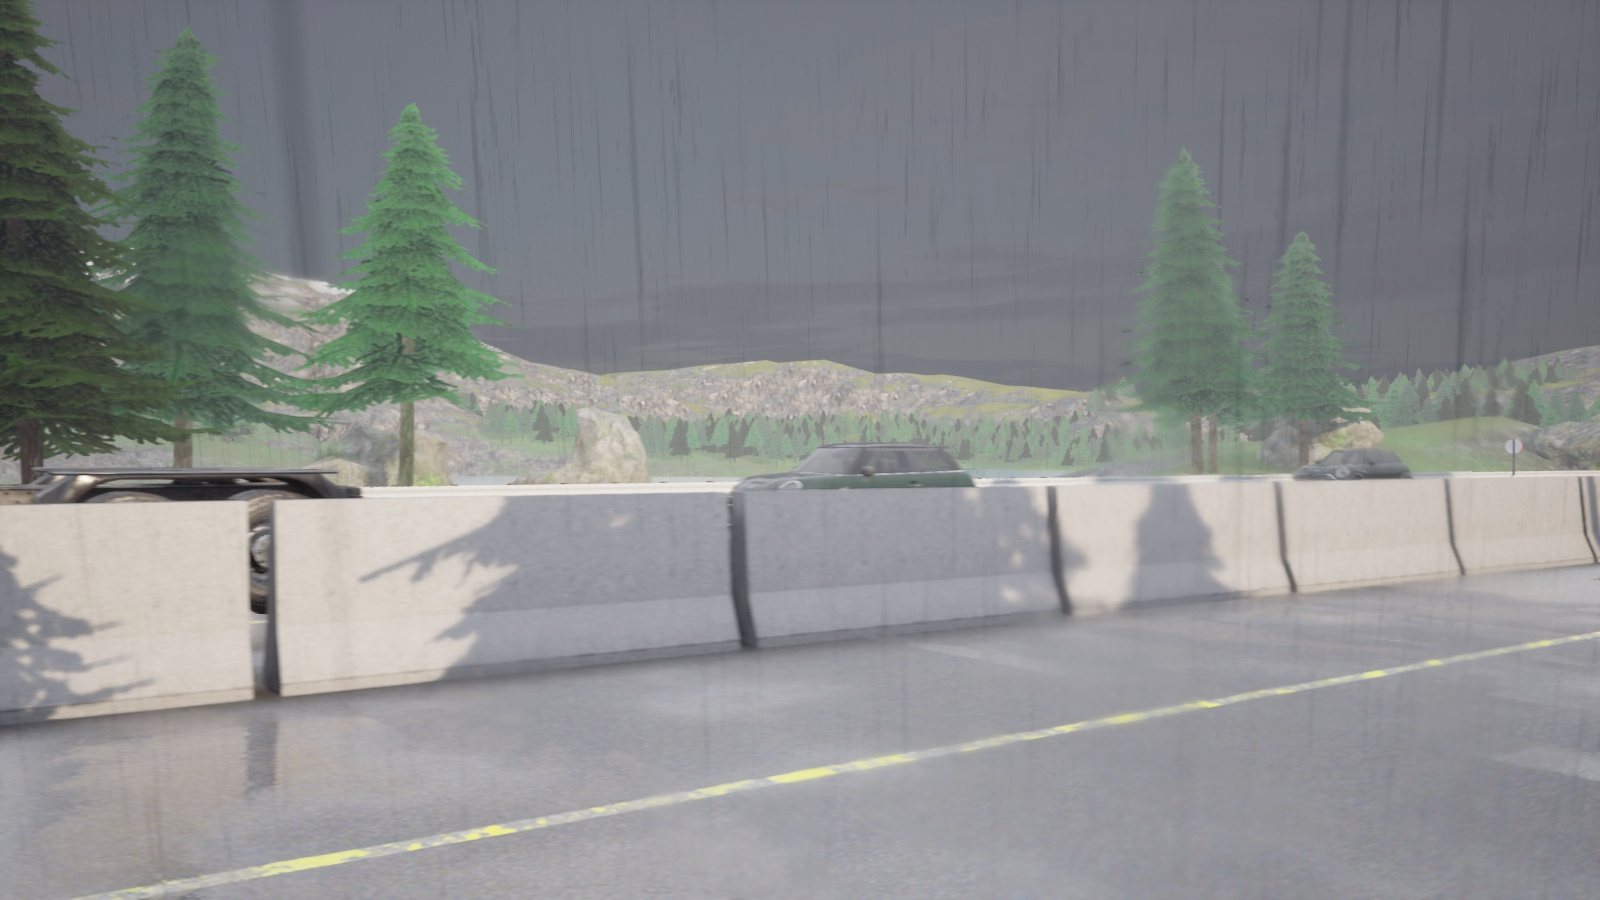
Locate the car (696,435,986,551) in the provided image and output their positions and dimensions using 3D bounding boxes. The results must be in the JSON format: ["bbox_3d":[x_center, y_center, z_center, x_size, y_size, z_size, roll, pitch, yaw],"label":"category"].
[{"bbox_3d":[0.739,0.654,21.254,4.553,1.767,2.097,0,0,-35],"label":"car"}]

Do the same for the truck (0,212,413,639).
[{"bbox_3d":[-7.816,-0.193,11.016,7.936,3.462,2.891,0,0,-35],"label":"truck"}]

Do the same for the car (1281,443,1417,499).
[{"bbox_3d":[18.471,0.669,42.204,4.553,1.767,2.097,0,0,-35],"label":"car"}]
